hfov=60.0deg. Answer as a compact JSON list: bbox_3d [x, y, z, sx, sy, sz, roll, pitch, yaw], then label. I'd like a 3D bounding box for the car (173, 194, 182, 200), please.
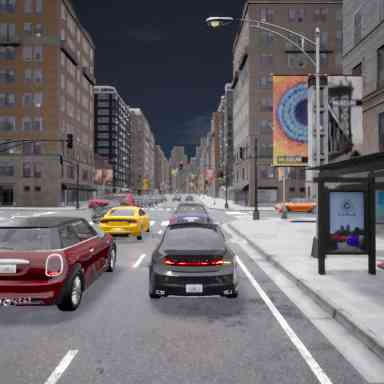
[{"bbox_3d":[-3.962,1.364,91.949,2.128,1.511,4.902,0,0,0],"label":"car"}]

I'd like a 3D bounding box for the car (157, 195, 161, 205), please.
[{"bbox_3d":[-7.045,1.544,58.884,1.812,1.442,4.674,0,0,0],"label":"car"}]

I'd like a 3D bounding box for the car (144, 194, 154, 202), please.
[{"bbox_3d":[-10.375,1.372,80.514,2.097,1.767,4.553,0,0,0],"label":"car"}]

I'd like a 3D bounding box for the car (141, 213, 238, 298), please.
[{"bbox_3d":[0.015,1.508,8.477,1.837,1.490,4.892,0,0,-1],"label":"car"}]

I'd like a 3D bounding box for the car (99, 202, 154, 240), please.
[{"bbox_3d":[-3.297,1.484,17.032,1.882,1.535,5.008,0,0,-1],"label":"car"}]

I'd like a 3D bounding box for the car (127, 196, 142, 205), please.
[{"bbox_3d":[-10.291,1.523,60.152,1.837,1.490,4.892,0,0,0],"label":"car"}]

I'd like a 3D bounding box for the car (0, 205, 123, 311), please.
[{"bbox_3d":[-3.228,1.355,7.904,2.097,1.767,4.553,0,0,-1],"label":"car"}]

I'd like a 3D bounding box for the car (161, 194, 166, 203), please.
[{"bbox_3d":[-7.037,1.583,68.892,1.994,1.385,4.181,0,0,0],"label":"car"}]

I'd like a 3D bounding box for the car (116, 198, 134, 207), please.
[{"bbox_3d":[-10.249,1.583,51.331,1.994,1.385,4.181,0,0,0],"label":"car"}]

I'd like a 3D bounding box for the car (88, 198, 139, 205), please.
[{"bbox_3d":[-5.895,1.454,25.001,1.837,1.490,4.892,-1,0,11],"label":"car"}]

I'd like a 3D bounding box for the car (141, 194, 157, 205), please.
[{"bbox_3d":[-6.991,1.370,50.308,2.097,1.767,4.553,0,0,0],"label":"car"}]

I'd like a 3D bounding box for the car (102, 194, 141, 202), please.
[{"bbox_3d":[-9.247,1.283,38.781,5.566,2.045,2.150,0,-1,-1],"label":"car"}]

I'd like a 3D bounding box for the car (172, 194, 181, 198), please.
[{"bbox_3d":[-3.886,1.603,81.977,1.895,1.301,4.718,0,0,0],"label":"car"}]

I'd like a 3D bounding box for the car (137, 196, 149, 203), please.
[{"bbox_3d":[-10.297,1.614,70.200,1.895,1.301,4.718,0,0,0],"label":"car"}]

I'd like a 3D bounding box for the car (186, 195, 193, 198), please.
[{"bbox_3d":[-0.630,1.541,81.252,2.128,1.511,4.902,0,0,0],"label":"car"}]

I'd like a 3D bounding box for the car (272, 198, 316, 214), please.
[{"bbox_3d":[11.206,1.434,35.767,4.553,1.767,2.097,0,-1,-1],"label":"car"}]

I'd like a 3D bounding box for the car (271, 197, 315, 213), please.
[{"bbox_3d":[11.768,1.480,39.022,4.553,1.767,2.097,0,-1,-1],"label":"car"}]

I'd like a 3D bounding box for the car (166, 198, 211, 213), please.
[{"bbox_3d":[-0.051,1.359,17.413,2.097,1.767,4.553,0,0,0],"label":"car"}]

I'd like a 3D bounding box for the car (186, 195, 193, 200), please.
[{"bbox_3d":[-0.717,1.531,92.742,2.128,1.511,4.902,0,0,0],"label":"car"}]
